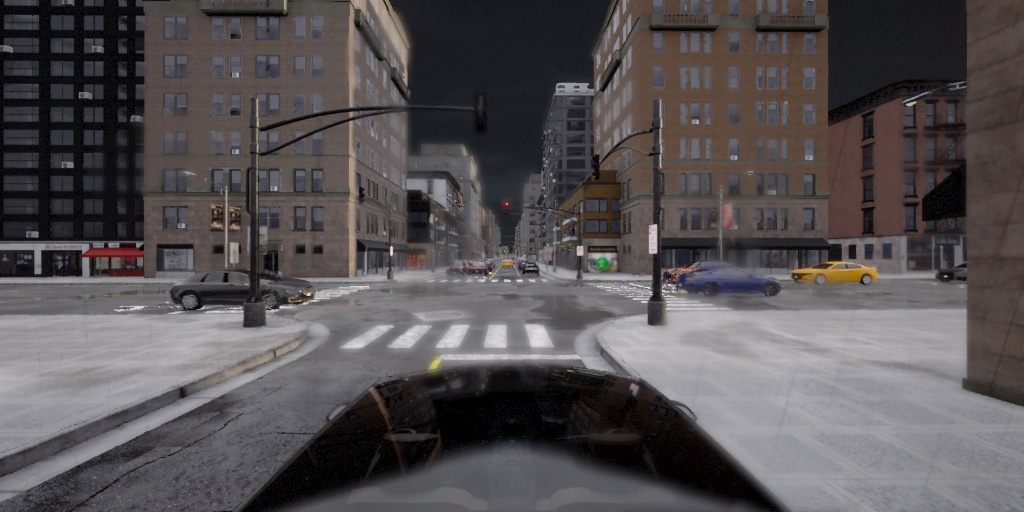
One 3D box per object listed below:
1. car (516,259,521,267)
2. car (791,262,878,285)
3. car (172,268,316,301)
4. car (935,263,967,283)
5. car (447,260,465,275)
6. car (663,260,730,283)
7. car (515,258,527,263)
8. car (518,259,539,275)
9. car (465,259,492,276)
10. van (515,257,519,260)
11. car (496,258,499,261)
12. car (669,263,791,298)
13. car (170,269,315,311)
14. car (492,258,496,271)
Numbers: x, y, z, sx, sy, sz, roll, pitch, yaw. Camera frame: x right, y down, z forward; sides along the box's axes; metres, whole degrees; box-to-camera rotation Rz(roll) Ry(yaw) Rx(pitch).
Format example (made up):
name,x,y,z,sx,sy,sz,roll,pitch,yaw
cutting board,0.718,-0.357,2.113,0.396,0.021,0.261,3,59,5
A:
name,x,y,z,sx,sy,sz,roll,pitch,yaw
car,1.928,1.391,50.677,1.802,1.307,4.207,0,0,0
car,21.796,1.142,24.380,5.008,1.535,1.882,0,0,-1
car,-12.668,1.339,17.243,5.357,1.411,2.033,0,0,-1
car,32.055,1.125,24.503,4.892,1.490,1.837,0,0,-1
car,-6.015,1.229,39.596,1.967,1.591,4.097,0,0,0
car,12.692,1.054,24.263,4.553,1.767,2.097,0,0,-1
car,1.887,1.386,56.188,1.948,1.339,4.313,0,0,0
car,2.010,1.355,39.655,1.948,1.339,4.313,0,0,0
car,-3.464,1.265,37.790,1.882,1.535,5.008,0,0,0
van,1.846,1.173,61.698,1.690,1.789,3.998,0,0,0
car,-3.598,1.424,57.524,1.895,1.301,4.718,0,0,0
car,10.521,1.224,17.537,4.674,1.442,1.812,0,0,-1
car,-10.395,1.281,14.023,4.892,1.490,1.837,0,0,-1
car,-3.533,1.308,47.384,1.837,1.490,4.892,0,0,0
